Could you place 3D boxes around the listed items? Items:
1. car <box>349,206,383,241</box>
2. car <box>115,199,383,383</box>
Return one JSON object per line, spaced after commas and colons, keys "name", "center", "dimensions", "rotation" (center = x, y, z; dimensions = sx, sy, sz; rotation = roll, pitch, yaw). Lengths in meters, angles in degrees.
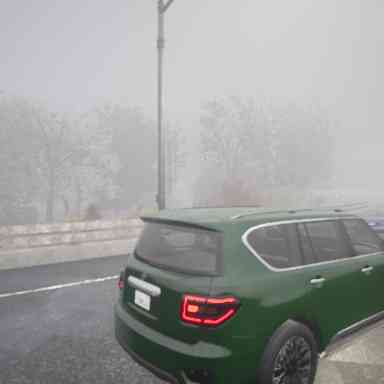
{"name": "car", "center": [10.345, 1.568, 17.713], "dimensions": [2.033, 1.411, 5.357], "rotation": [0, 0, 44]}
{"name": "car", "center": [1.598, 1.233, 5.152], "dimensions": [5.566, 2.045, 2.150], "rotation": [0, 0, -38]}
